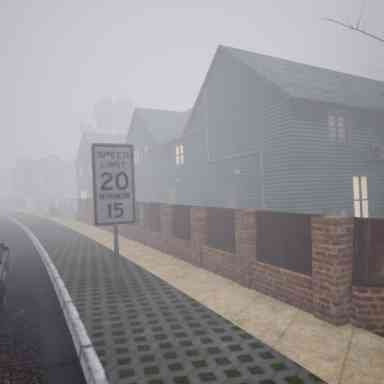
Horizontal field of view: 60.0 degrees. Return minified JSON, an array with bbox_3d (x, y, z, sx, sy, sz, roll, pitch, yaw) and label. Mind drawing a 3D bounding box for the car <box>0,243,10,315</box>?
[{"bbox_3d":[-4.890,1.630,6.957,1.895,1.301,4.718,-2,1,-28],"label":"car"}]
